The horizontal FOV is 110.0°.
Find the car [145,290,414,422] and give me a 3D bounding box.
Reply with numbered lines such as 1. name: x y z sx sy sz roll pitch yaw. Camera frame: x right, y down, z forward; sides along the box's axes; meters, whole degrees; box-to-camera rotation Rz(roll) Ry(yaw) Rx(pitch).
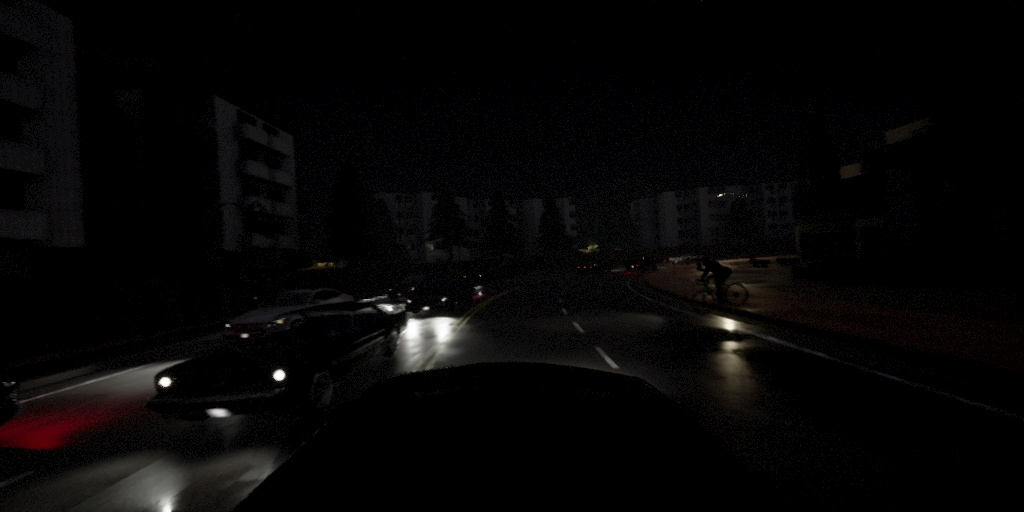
1. car: -3.530 1.611 6.573 1.895 1.301 4.718 -4 0 1

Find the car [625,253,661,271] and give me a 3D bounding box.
1. car: 12.727 0.658 35.341 1.837 1.490 4.892 -4 0 38

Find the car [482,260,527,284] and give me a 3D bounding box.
1. car: -0.242 1.078 27.645 1.812 1.442 4.674 -4 0 22

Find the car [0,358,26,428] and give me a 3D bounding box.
1. car: -7.077 1.702 2.345 2.128 1.511 4.902 -4 0 1

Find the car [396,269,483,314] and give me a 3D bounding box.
1. car: -2.981 1.586 16.149 2.033 1.411 5.357 -4 0 6

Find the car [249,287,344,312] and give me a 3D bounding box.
1. car: -6.775 1.779 11.566 1.812 1.442 4.674 -4 0 3

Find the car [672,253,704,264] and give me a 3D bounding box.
1. car: 21.084 0.266 43.162 4.718 1.301 1.895 -3 0 -32

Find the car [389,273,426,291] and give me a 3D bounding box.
1. car: -5.558 1.768 21.569 1.812 1.442 4.674 -4 0 13

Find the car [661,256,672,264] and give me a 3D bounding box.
1. car: 17.271 0.399 44.702 5.008 1.535 1.882 -4 0 -36

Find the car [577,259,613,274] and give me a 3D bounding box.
1. car: 8.191 0.993 35.202 2.033 1.411 5.357 -4 0 36

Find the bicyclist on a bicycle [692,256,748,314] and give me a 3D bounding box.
1. bicyclist on a bicycle: 5.903 0.785 10.375 1.656 1.620 0.582 -13 0 0
